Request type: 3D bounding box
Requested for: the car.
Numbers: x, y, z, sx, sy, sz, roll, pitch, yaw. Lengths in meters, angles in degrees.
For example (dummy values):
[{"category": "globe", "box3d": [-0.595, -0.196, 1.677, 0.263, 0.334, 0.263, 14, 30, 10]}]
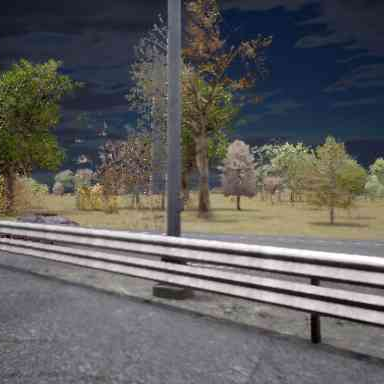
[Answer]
[{"category": "car", "box3d": [-7.293, 1.693, 15.636, 4.181, 1.385, 1.994, 0, 0, 20]}]
